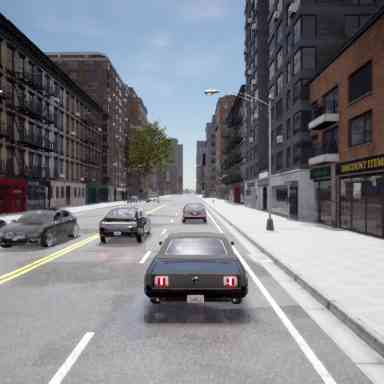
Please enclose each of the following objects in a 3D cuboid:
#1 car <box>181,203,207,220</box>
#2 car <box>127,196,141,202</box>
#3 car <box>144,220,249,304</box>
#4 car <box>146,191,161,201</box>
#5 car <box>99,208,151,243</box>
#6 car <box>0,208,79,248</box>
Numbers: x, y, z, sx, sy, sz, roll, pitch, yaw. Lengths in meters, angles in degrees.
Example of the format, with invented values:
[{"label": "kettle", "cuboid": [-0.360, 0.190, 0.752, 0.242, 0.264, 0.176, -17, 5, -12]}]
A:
[{"label": "car", "cuboid": [0.164, 1.560, 25.863, 2.033, 1.411, 5.357, 0, 0, -1]}, {"label": "car", "cuboid": [-9.632, 1.236, 55.443, 1.812, 1.442, 4.674, 0, 0, 0]}, {"label": "car", "cuboid": [0.111, 1.602, 8.101, 1.895, 1.301, 4.718, 0, 0, 1]}, {"label": "car", "cuboid": [-6.382, 0.898, 55.407, 2.150, 2.045, 5.566, 0, 0, 0]}, {"label": "car", "cuboid": [-3.110, 1.497, 16.151, 2.128, 1.511, 4.902, 0, 0, -1]}, {"label": "car", "cuboid": [-6.570, 1.509, 14.771, 1.837, 1.490, 4.892, 0, 0, 0]}]
